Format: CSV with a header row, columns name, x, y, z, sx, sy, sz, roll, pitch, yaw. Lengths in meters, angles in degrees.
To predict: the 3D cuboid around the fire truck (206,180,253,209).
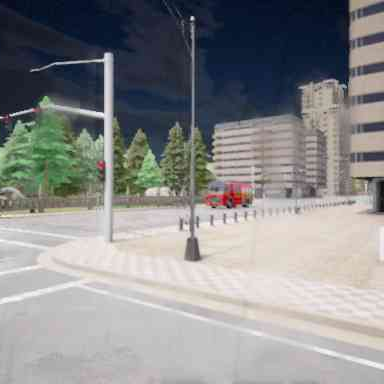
name,x,y,z,sx,sy,sz,roll,pitch,yaw
fire truck,5.369,0.320,46.357,2.891,3.827,8.468,0,0,36
